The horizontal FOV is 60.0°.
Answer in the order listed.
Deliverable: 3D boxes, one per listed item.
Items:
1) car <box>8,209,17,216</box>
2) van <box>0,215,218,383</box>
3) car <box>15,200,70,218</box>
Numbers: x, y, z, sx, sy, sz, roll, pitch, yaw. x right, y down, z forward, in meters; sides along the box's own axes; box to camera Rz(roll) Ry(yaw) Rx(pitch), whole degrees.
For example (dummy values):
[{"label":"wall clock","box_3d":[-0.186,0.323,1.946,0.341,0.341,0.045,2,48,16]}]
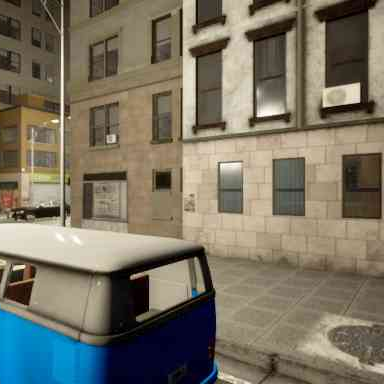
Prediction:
[{"label":"car","box_3d":[-6.178,1.315,7.071,5.009,1.841,2.192,0,0,35]},{"label":"van","box_3d":[-1.642,1.341,3.941,3.998,1.788,1.690,0,0,35]},{"label":"car","box_3d":[-11.473,1.418,25.589,2.128,1.511,4.902,0,0,35]}]
